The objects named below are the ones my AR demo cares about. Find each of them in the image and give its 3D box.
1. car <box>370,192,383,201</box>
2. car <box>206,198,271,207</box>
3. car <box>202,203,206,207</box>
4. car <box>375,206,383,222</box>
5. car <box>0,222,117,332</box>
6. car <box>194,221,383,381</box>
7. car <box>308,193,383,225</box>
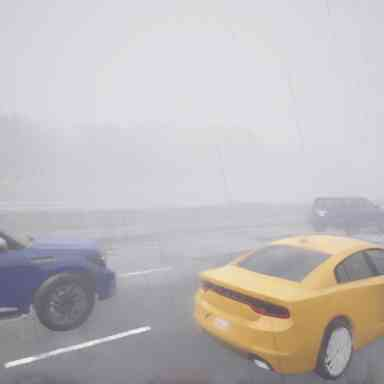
[{"bbox_3d":[36.296,0.869,63.602,4.892,1.490,1.837,-1,1,-35],"label":"car"},{"bbox_3d":[4.033,1.518,28.308,4.902,1.511,2.128,0,0,-35],"label":"car"},{"bbox_3d":[3.970,1.491,36.832,5.008,1.535,1.882,0,0,-35],"label":"car"},{"bbox_3d":[10.996,1.533,15.845,4.892,1.490,1.837,0,0,-35],"label":"car"},{"bbox_3d":[-4.033,1.220,5.168,5.566,2.045,2.150,0,0,-35],"label":"car"},{"bbox_3d":[2.374,1.487,5.558,5.008,1.535,1.882,0,0,-35],"label":"car"},{"bbox_3d":[8.841,1.250,18.609,5.566,2.045,2.150,0,0,-35],"label":"car"}]
